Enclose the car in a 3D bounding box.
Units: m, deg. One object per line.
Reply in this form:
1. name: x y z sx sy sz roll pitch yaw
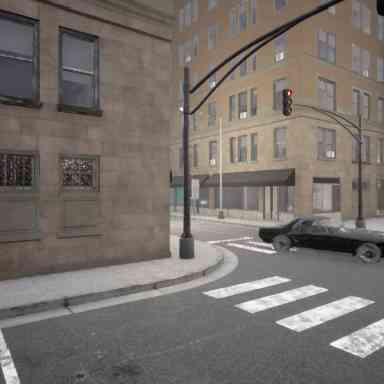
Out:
1. car: 4.868 1.567 11.908 4.718 1.301 1.895 1 1 41
